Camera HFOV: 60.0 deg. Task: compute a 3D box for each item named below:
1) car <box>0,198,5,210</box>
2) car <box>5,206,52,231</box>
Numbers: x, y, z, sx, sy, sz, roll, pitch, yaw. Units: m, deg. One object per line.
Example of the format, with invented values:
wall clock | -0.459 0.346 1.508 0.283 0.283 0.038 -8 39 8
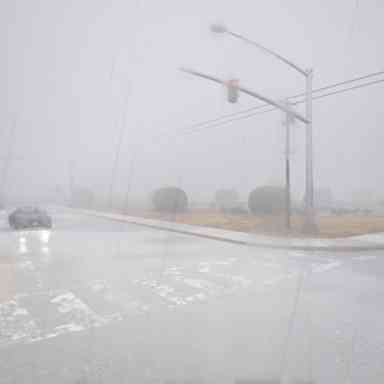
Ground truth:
car | -24.500 1.388 41.491 1.812 1.442 4.674 0 0 -35
car | -10.175 1.605 20.823 1.994 1.385 4.181 0 1 -35
